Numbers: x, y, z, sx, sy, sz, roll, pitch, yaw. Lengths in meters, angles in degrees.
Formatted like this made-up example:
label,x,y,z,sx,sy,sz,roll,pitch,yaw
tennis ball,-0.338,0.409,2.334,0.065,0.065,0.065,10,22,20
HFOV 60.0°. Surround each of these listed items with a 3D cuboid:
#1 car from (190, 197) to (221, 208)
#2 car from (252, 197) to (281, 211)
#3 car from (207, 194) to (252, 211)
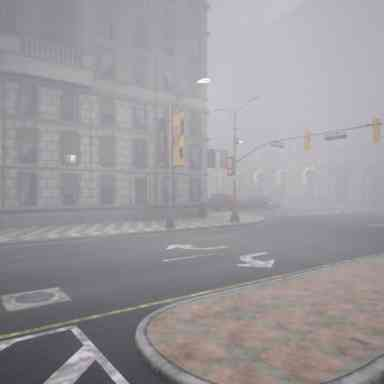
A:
label,x,y,z,sx,sy,sz,roll,pitch,yaw
car,1.986,1.548,50.897,2.033,1.411,5.357,0,0,-35
car,8.847,1.352,41.278,2.097,1.767,4.553,0,0,-36
car,4.423,1.221,41.424,2.150,2.045,5.566,0,0,-36
